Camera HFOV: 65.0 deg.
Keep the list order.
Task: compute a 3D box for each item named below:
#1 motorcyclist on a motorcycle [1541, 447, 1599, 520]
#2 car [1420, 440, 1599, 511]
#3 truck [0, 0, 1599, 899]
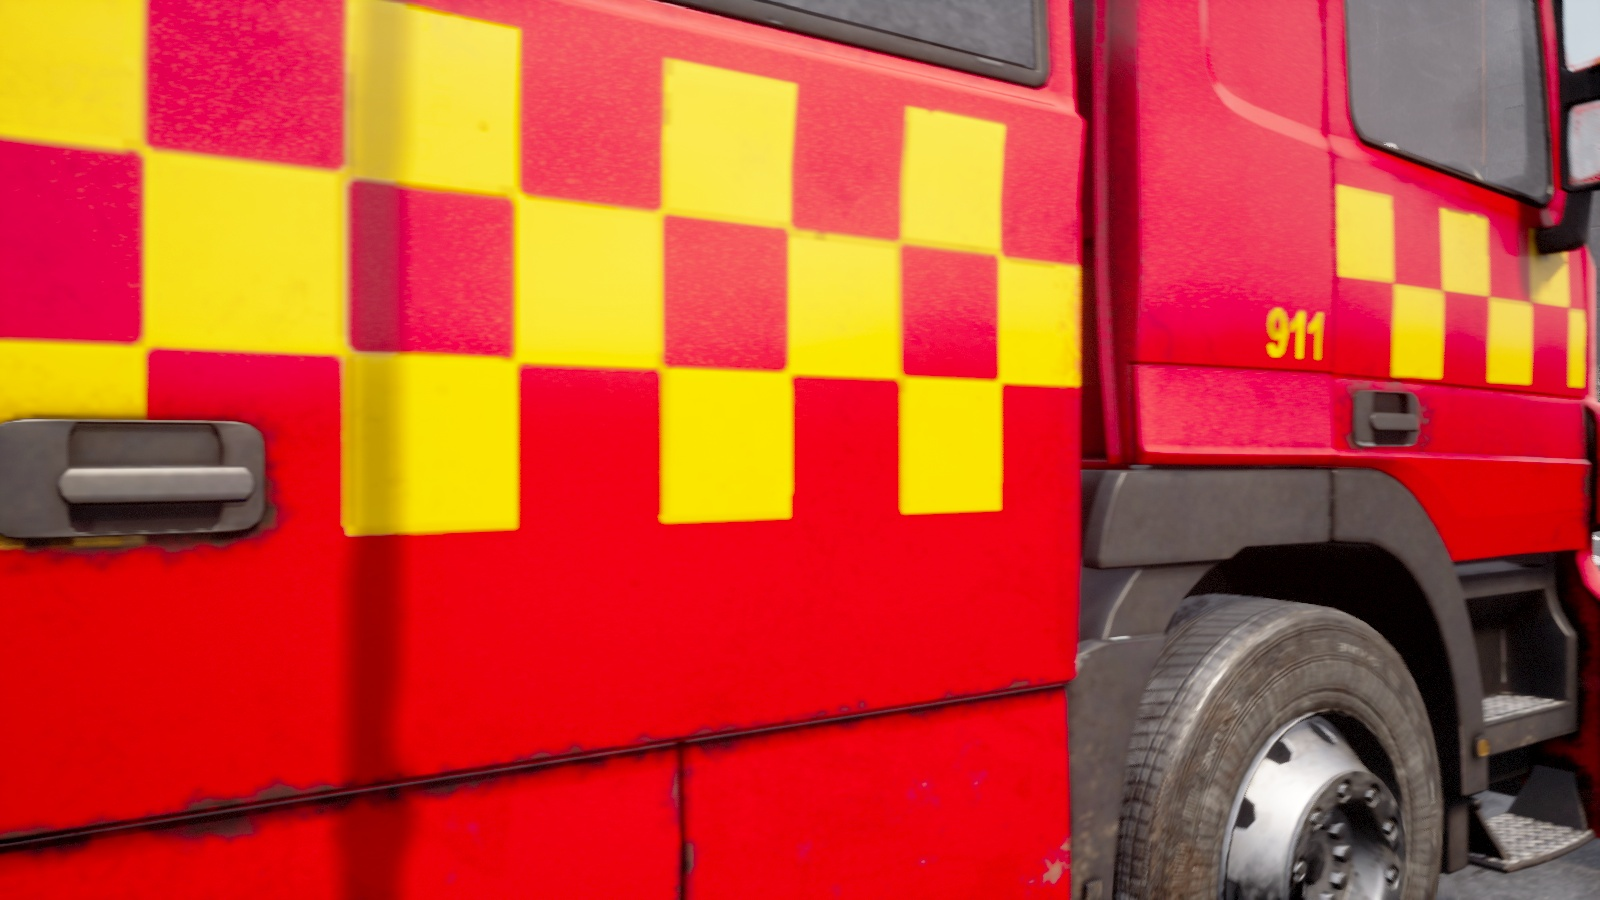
[{"bbox_3d":[17.092,0.707,26.633,0.866,1.530,2.191,0,0,-34],"label":"motorcyclist on a motorcycle"},{"bbox_3d":[18.280,0.598,31.096,2.033,1.649,4.856,0,0,-34],"label":"car"},{"bbox_3d":[-1.505,-0.410,2.617,8.468,3.827,2.891,0,0,-35],"label":"truck"}]
